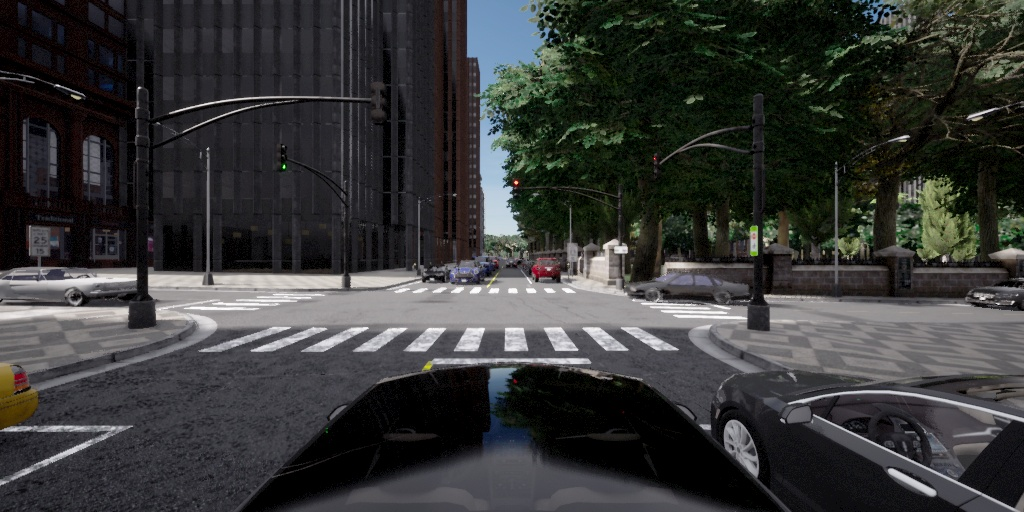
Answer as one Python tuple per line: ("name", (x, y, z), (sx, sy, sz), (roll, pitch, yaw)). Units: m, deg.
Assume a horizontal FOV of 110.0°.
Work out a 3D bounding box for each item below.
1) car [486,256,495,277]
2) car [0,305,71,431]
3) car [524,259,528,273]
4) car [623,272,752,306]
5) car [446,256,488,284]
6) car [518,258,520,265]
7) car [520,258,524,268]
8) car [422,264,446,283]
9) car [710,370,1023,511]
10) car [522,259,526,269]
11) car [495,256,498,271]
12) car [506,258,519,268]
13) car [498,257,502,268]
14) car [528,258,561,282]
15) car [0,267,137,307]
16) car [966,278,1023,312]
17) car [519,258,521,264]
("car", (-3.218, 0.991, 36.567), (2.150, 2.045, 5.566), (0, 0, 0))
("car", (-5.760, 1.275, 1.536), (1.751, 1.417, 4.829), (0, 0, 0))
("car", (2.632, 1.338, 39.322), (1.948, 1.339, 4.313), (0, 0, 0))
("car", (8.170, 1.491, 16.981), (5.357, 1.411, 2.033), (1, 0, 6))
("car", (-3.251, 1.111, 26.807), (2.097, 1.767, 4.553), (0, 0, 1))
("car", (2.555, 1.237, 61.148), (1.967, 1.591, 4.097), (0, 0, 0))
("car", (2.593, 1.335, 50.235), (2.007, 1.370, 4.403), (0, 0, 0))
("car", (-5.855, 1.326, 28.370), (1.948, 1.339, 4.313), (0, 0, 0))
("car", (2.764, 1.300, 1.745), (2.007, 1.370, 4.403), (0, 0, 0))
("car", (2.613, 1.329, 44.778), (2.007, 1.370, 4.403), (0, 0, 0))
("car", (-3.248, 1.133, 46.749), (2.097, 1.767, 4.553), (0, 0, 0))
("car", (-0.108, 1.398, 61.477), (1.895, 1.301, 4.718), (0, 0, 0))
("car", (-3.248, 1.014, 57.256), (2.150, 2.045, 5.566), (0, 0, 0))
("car", (2.670, 1.075, 28.410), (2.192, 1.841, 5.009), (0, 0, 0))
("car", (-16.480, 1.068, 13.109), (4.718, 1.301, 1.895), (1, 0, -1))
("car", (24.286, 1.778, 16.677), (4.892, 1.490, 1.837), (1, 0, 0))
("car", (2.574, 1.231, 55.691), (1.967, 1.591, 4.097), (0, 0, 0))
